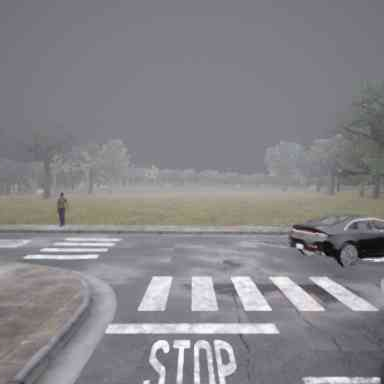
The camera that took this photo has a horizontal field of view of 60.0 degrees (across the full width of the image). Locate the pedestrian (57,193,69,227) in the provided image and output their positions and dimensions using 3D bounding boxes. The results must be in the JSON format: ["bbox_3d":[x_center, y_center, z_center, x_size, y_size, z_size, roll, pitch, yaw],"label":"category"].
[{"bbox_3d":[-6.876,0.915,17.619,0.375,1.860,0.375,0,1,0],"label":"pedestrian"}]

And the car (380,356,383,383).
[{"bbox_3d":[2.622,1.542,1.439,2.008,1.369,4.403,-1,0,0],"label":"car"}]

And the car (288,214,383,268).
[{"bbox_3d":[5.549,1.504,11.028,4.902,1.511,2.128,2,0,-22],"label":"car"}]
